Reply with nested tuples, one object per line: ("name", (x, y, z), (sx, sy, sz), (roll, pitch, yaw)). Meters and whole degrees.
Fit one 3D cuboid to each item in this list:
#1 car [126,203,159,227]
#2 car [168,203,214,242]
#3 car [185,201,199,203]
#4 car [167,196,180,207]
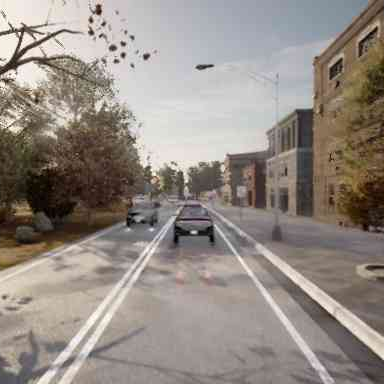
("car", (-3.382, 1.544, 23.379), (2.128, 1.511, 4.902), (0, 0, 0))
("car", (0.082, 1.508, 16.608), (2.128, 1.511, 4.902), (0, 0, 0))
("car", (0.030, 1.637, 34.811), (1.882, 1.535, 5.008), (0, -1, 0))
("car", (-3.488, 1.818, 63.686), (2.150, 2.045, 5.566), (0, 0, 0))
